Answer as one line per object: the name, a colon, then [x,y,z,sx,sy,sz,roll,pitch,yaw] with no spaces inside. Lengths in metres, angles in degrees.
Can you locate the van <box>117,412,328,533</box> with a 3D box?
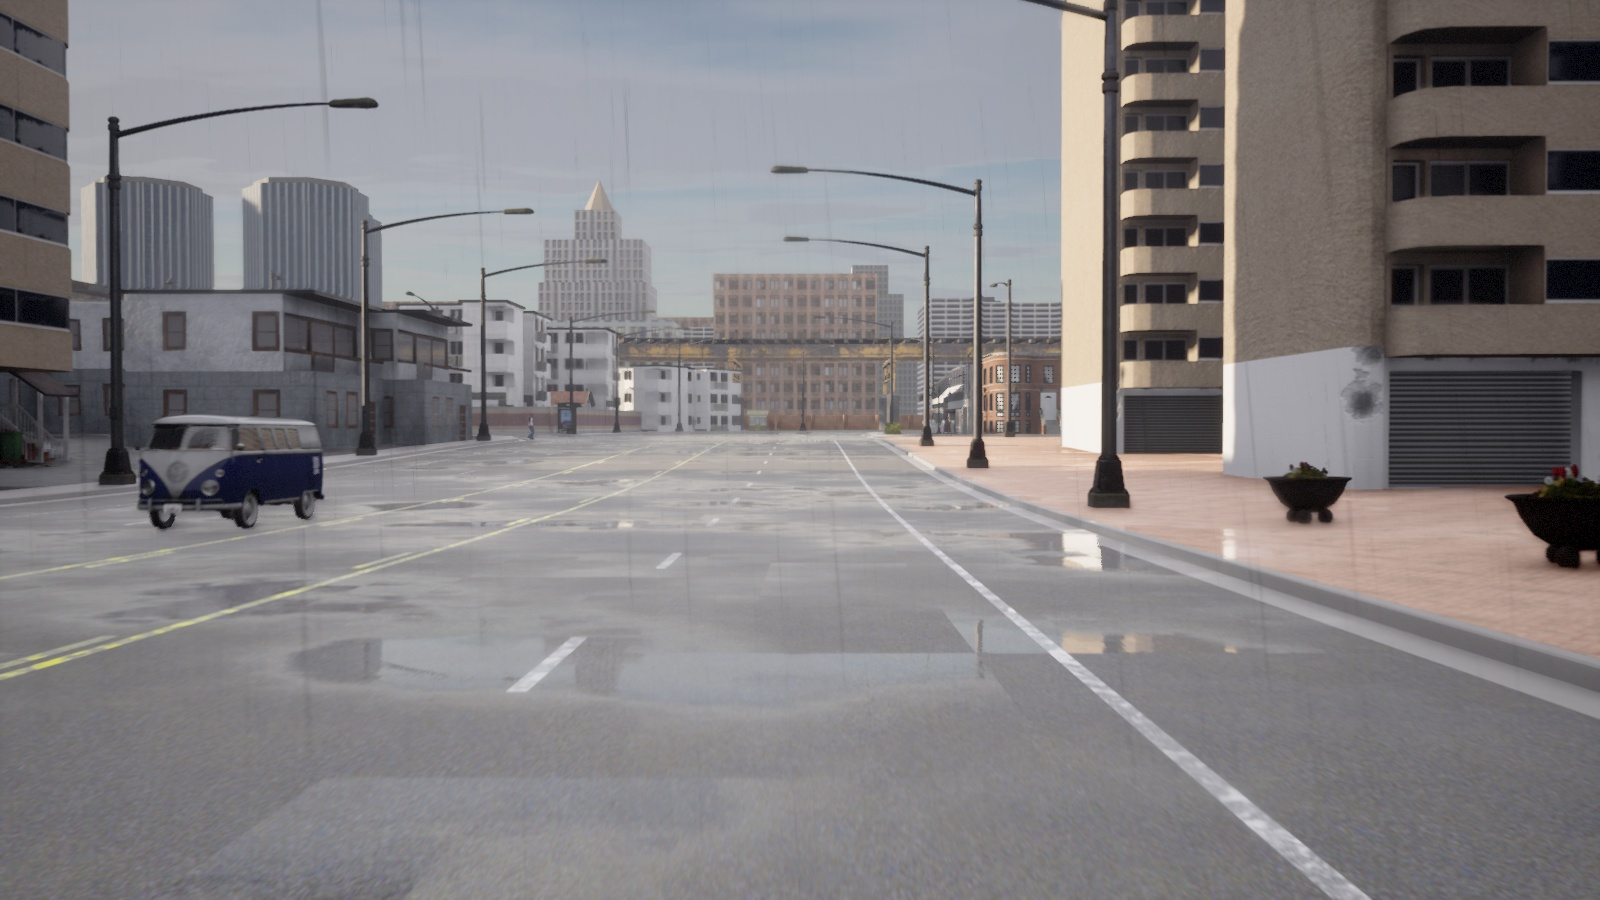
van: [-10.354,0.349,22.904,1.775,1.987,4.442,0,1,0]
